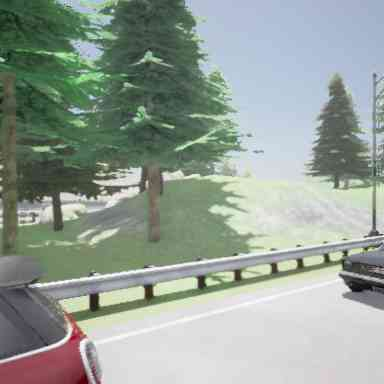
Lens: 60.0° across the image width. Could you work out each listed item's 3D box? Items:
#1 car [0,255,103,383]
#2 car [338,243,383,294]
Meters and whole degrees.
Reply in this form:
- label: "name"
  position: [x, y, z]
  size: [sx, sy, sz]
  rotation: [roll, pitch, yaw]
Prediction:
- label: "car"
  position: [-2.868, 1.343, 1.934]
  size: [4.553, 1.767, 2.097]
  rotation: [1, 0, -36]
- label: "car"
  position: [5.581, 1.691, 7.991]
  size: [4.718, 1.301, 1.895]
  rotation: [1, 0, -36]
